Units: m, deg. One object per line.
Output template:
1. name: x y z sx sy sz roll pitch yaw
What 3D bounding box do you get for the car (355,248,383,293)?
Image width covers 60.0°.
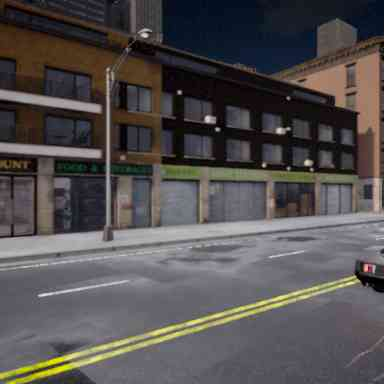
1. car: 5.804 1.599 7.573 4.718 1.301 1.895 0 0 -35
